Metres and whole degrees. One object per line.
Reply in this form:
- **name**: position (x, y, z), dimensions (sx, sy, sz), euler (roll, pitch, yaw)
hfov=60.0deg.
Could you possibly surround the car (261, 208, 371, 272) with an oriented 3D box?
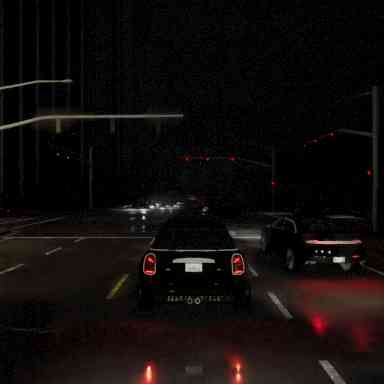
- **car**: position (3.600, 1.492, 10.801), dimensions (2.128, 1.511, 4.902), euler (0, 0, -3)

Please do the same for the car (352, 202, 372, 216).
- **car**: position (17.587, 1.560, 31.182), dimensions (4.892, 1.490, 1.837), euler (0, 0, 0)

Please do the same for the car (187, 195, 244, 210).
- **car**: position (2.243, 1.376, 28.238), dimensions (4.553, 1.767, 2.097), euler (0, 0, -32)

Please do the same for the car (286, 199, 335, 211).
- **car**: position (12.394, 1.560, 34.914), dimensions (4.892, 1.490, 1.837), euler (0, 0, 5)

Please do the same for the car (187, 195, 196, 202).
- **car**: position (-0.137, 1.478, 77.906), dimensions (1.882, 1.535, 5.008), euler (0, 0, 0)

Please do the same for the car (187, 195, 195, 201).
- **car**: position (-0.156, 1.540, 88.255), dimensions (2.033, 1.411, 5.357), euler (0, 0, 0)

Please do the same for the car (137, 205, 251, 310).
- **car**: position (0.043, 1.352, 7.992), dimensions (2.097, 1.767, 4.553), euler (0, 0, 0)

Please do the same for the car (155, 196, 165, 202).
- **car**: position (-7.131, 1.594, 74.238), dimensions (1.895, 1.301, 4.718), euler (0, 0, 0)

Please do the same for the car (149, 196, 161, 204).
- **car**: position (-7.164, 1.526, 64.195), dimensions (1.812, 1.442, 4.674), euler (0, 0, 0)

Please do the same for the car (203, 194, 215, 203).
- **car**: position (3.477, 1.352, 68.575), dimensions (2.097, 1.767, 4.553), euler (0, 0, 0)

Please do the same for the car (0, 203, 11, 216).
- **car**: position (-19.453, 1.581, 31.036), dimensions (4.674, 1.442, 1.812), euler (0, 0, 0)

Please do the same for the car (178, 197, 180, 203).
- **car**: position (-3.678, 1.491, 60.320), dimensions (2.128, 1.511, 4.902), euler (0, 0, 0)

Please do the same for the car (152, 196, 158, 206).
- **car**: position (-7.184, 1.352, 55.399), dimensions (2.097, 1.767, 4.553), euler (0, 0, 0)

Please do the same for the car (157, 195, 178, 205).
- **car**: position (-3.678, 1.547, 50.817), dimensions (2.033, 1.411, 5.357), euler (0, 0, 0)

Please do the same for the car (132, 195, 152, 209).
- **car**: position (-7.175, 1.526, 46.496), dimensions (1.812, 1.442, 4.674), euler (0, 0, 0)

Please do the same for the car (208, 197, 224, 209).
- **car**: position (3.376, 1.477, 47.626), dimensions (1.882, 1.535, 5.008), euler (0, 0, 1)

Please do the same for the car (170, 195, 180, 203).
- **car**: position (-3.624, 1.500, 70.530), dimensions (1.837, 1.490, 4.892), euler (0, 0, 0)
